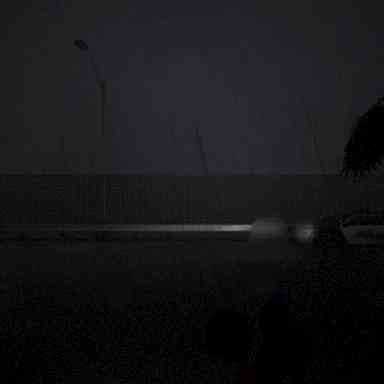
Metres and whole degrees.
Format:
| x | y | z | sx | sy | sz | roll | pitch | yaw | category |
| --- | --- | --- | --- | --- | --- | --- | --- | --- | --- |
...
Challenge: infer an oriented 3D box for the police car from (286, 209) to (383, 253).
| x | y | z | sx | sy | sz | roll | pitch | yaw | category |
| --- | --- | --- | --- | --- | --- | --- | --- | --- | --- |
| 6.380 | 1.506 | 13.203 | 4.974 | 1.542 | 2.038 | 0 | 0 | 0 | police car |
